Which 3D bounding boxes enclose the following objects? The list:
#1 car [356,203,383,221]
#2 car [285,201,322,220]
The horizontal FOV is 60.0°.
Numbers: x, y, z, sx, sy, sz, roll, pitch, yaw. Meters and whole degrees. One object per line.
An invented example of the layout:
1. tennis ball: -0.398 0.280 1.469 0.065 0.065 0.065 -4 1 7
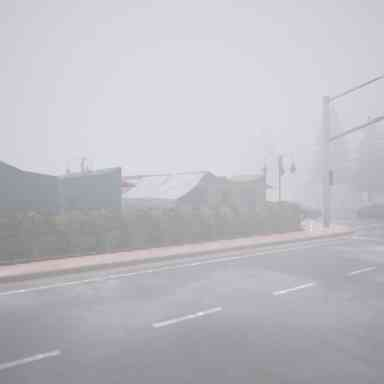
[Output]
1. car: 15.044 1.564 25.731 1.994 1.385 4.181 0 0 -42
2. car: 8.505 1.505 28.065 1.837 1.490 4.892 0 0 -37
